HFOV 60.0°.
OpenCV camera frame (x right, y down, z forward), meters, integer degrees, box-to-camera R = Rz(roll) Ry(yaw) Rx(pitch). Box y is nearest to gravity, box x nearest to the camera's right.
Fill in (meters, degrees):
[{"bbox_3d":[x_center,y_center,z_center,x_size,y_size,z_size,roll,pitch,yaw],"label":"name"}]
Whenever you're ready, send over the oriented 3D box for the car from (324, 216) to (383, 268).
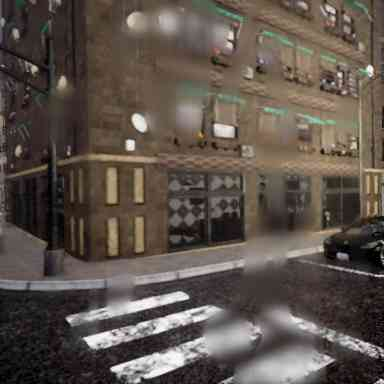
[{"bbox_3d":[6.170,1.488,10.973,4.313,1.339,1.947,0,0,-36],"label":"car"}]
